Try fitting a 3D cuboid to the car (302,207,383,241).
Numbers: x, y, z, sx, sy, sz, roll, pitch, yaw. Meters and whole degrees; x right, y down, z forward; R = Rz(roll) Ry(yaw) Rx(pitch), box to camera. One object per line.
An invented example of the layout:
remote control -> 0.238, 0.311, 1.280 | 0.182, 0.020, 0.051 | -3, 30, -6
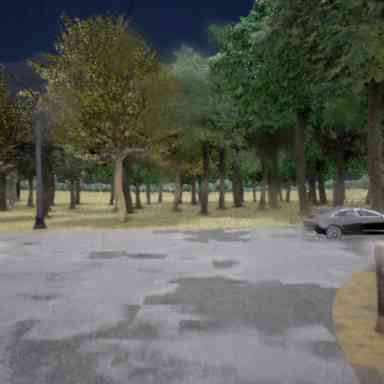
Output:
car -> 7.790, 1.450, 15.843 | 4.902, 1.511, 2.128 | -2, -1, 1
